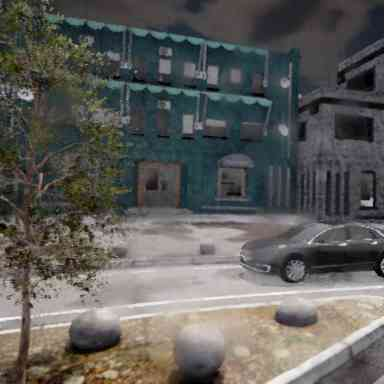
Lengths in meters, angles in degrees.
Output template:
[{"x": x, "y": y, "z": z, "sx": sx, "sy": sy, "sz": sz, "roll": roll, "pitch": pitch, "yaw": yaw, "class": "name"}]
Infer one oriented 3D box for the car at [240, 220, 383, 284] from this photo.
[{"x": 3.797, "y": 1.607, "z": 9.583, "sx": 4.892, "sy": 1.490, "sz": 1.837, "roll": 1, "pitch": -1, "yaw": -14, "class": "car"}]
